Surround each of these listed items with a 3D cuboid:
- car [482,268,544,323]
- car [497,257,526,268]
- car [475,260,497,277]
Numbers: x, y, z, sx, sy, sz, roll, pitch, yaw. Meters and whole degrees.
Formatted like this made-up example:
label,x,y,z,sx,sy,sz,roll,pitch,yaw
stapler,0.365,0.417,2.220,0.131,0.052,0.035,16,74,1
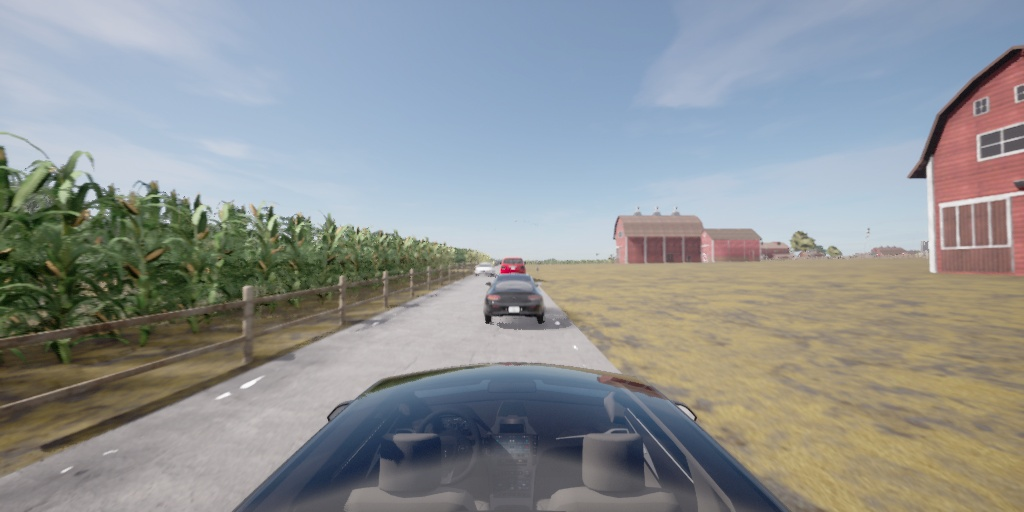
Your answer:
label,x,y,z,sx,sy,sz,roll,pitch,yaw
car,0.067,1.326,12.313,1.812,1.442,4.674,0,0,0
car,0.086,1.114,31.861,2.150,2.045,5.566,0,0,0
car,-2.856,1.452,38.235,1.812,1.442,4.674,0,0,0
